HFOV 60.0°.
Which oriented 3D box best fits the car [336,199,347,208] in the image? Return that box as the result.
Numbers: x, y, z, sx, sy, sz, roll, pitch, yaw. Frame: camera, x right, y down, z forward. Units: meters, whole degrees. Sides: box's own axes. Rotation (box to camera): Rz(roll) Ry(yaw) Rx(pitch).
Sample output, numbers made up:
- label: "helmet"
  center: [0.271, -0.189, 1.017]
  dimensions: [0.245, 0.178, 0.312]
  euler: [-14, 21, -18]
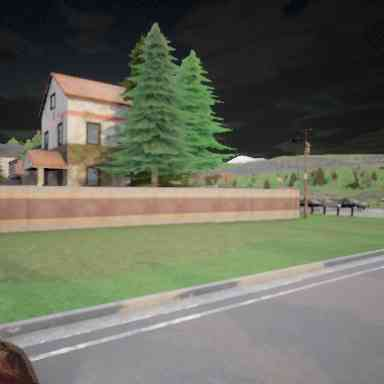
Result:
- label: "car"
  center: [17.486, 1.681, 44.370]
  dimensions: [2.128, 1.511, 4.902]
  euler: [0, 0, -36]

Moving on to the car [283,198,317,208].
- label: "car"
  center: [17.972, 1.769, 55.677]
  dimensions: [2.033, 1.411, 5.357]
  euler: [0, 0, -36]

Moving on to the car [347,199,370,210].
- label: "car"
  center: [21.265, 1.711, 45.121]
  dimensions: [1.837, 1.490, 4.892]
  euler: [0, 0, -36]

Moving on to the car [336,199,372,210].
- label: "car"
  center: [23.373, 1.786, 48.178]
  dimensions: [1.994, 1.385, 4.181]
  euler: [0, 0, -36]

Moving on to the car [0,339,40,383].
- label: "car"
  center: [-2.942, 1.555, 1.695]
  dimensions: [4.181, 1.385, 1.994]
  euler: [1, 0, -35]

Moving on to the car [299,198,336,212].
- label: "car"
  center: [14.956, 1.650, 41.895]
  dimensions: [1.882, 1.535, 5.008]
  euler: [0, 0, -36]
